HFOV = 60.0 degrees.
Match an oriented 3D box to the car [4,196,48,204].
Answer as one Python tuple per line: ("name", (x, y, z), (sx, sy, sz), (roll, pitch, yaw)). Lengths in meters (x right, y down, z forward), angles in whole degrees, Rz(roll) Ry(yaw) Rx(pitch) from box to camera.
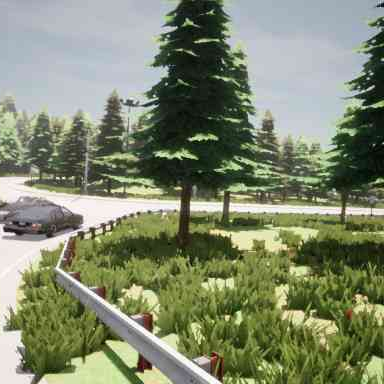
("car", (-10.420, 1.046, 21.019), (2.128, 1.511, 4.902), (4, 2, 4))

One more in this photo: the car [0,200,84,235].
("car", (-7.408, 1.414, 17.304), (2.033, 1.411, 5.357), (4, 1, 3))
